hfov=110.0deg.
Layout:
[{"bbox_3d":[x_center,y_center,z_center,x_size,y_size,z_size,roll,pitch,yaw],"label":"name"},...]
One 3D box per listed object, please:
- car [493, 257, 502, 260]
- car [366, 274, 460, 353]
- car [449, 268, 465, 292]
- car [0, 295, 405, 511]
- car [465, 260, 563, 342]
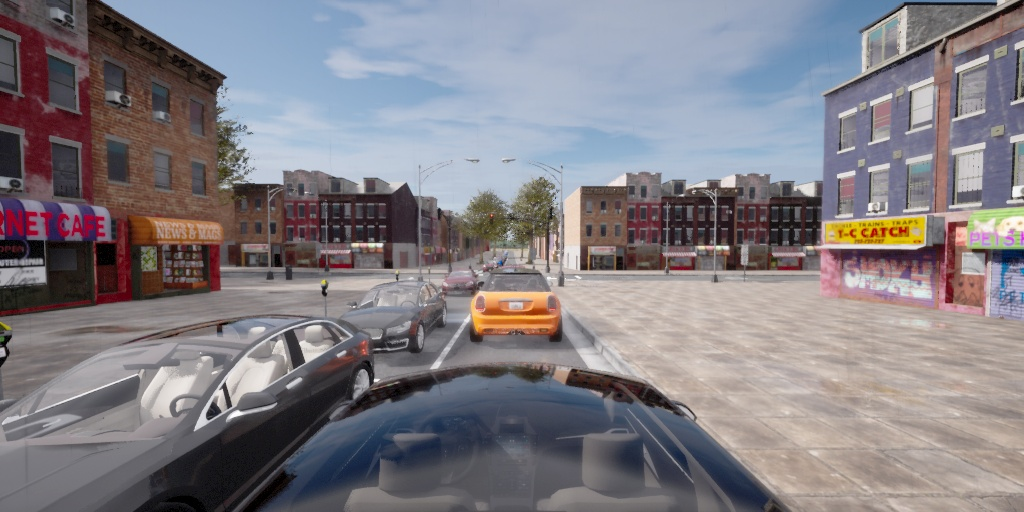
[{"bbox_3d":[-2.722,1.246,46.265,1.967,1.591,4.097,0,0,0],"label":"car"},{"bbox_3d":[-2.653,1.299,8.596,2.007,1.370,4.403,0,0,0],"label":"car"},{"bbox_3d":[-2.673,1.337,19.490,1.802,1.307,4.207,0,0,0],"label":"car"},{"bbox_3d":[-2.643,1.300,3.147,2.007,1.370,4.403,0,0,0],"label":"car"},{"bbox_3d":[0.085,1.101,9.905,2.097,1.767,4.553,0,0,0],"label":"car"}]
